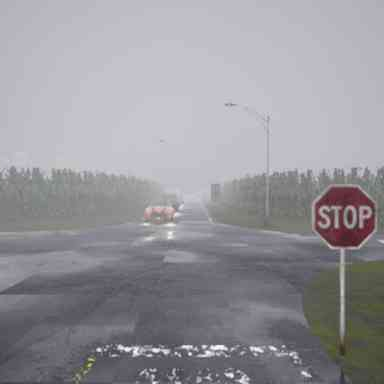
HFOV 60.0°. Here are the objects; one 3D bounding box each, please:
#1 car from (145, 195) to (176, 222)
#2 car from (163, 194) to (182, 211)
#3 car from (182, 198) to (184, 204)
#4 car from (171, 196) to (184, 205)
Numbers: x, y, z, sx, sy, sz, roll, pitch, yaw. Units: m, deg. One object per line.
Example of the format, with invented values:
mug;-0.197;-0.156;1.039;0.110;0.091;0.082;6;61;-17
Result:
car;-2.533;1.338;26.218;2.097;1.767;4.553;0;0;-3
car;-2.698;1.200;39.726;2.150;2.045;5.566;0;0;0
car;-2.649;1.492;50.398;1.812;1.442;4.674;0;0;1
car;-2.538;1.444;60.842;2.128;1.511;4.902;0;0;1
